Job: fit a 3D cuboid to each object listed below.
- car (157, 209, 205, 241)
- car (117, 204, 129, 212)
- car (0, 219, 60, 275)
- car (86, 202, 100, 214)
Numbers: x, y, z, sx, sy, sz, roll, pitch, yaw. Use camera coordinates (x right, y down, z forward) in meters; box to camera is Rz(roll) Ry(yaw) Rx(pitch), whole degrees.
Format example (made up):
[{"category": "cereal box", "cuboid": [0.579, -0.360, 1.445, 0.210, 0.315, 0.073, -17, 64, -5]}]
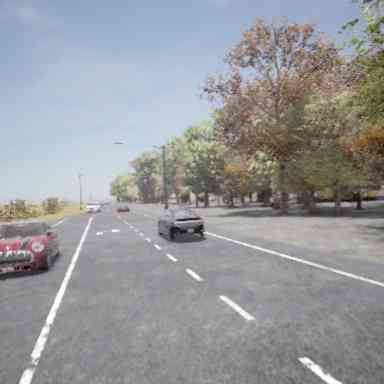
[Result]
[{"category": "car", "cuboid": [-0.731, 1.732, 18.531, 2.128, 1.511, 4.902, -3, -1, -16]}, {"category": "car", "cuboid": [-12.790, 2.993, 61.593, 1.994, 1.385, 4.181, -3, -1, -16]}, {"category": "car", "cuboid": [-6.272, 1.862, 12.397, 2.097, 1.767, 4.553, -3, -1, -16]}, {"category": "car", "cuboid": [-19.190, 3.073, 64.651, 2.150, 2.045, 5.566, -3, 0, -8]}]
